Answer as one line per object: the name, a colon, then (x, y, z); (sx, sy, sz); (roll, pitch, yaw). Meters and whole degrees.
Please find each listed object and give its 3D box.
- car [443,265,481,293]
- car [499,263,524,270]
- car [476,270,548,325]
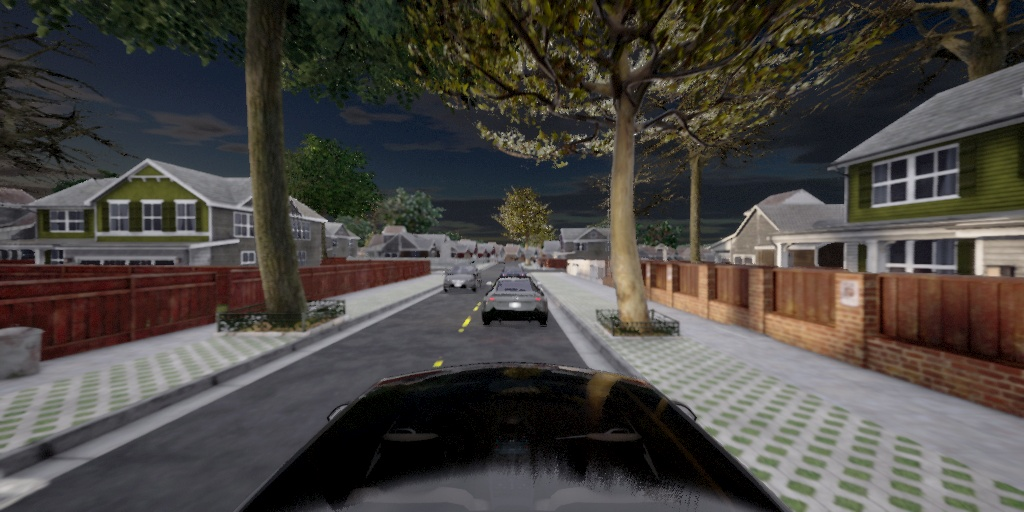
car: (-2.839, 1.275, 21.342); (2.128, 1.511, 4.902); (0, 0, 0)
car: (0.091, 1.390, 26.968); (1.895, 1.301, 4.718); (0, 0, 0)
car: (0.087, 1.334, 11.965); (1.994, 1.385, 4.181); (0, 0, 0)
